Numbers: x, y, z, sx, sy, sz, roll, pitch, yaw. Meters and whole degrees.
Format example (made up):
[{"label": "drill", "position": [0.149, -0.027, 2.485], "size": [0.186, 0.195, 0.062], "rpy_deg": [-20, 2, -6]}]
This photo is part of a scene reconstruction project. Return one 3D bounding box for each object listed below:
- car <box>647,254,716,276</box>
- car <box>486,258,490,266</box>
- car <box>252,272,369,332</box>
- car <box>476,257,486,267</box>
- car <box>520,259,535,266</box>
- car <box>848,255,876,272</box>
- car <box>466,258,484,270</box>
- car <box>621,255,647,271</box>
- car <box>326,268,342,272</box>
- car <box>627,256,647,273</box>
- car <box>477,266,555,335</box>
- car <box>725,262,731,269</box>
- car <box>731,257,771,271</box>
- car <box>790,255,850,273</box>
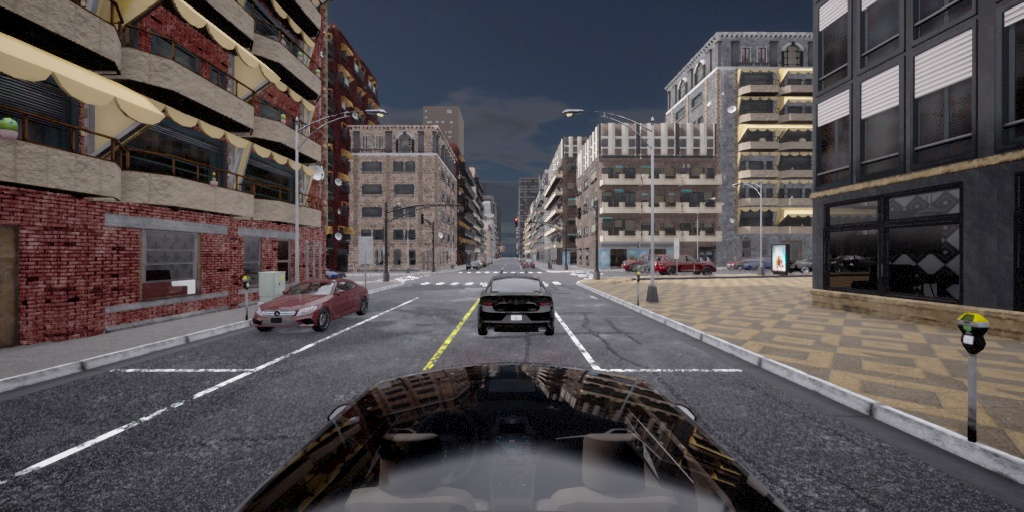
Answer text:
[{"label": "car", "position": [14.719, 0.778, 30.798], "size": [5.009, 1.841, 2.192], "rpy_deg": [0, 0, 0]}, {"label": "car", "position": [-5.670, 1.087, 64.213], "size": [2.192, 1.841, 5.009], "rpy_deg": [0, 0, 0]}, {"label": "car", "position": [-5.739, 1.332, 10.825], "size": [1.802, 1.307, 4.207], "rpy_deg": [0, 0, 0]}, {"label": "car", "position": [-5.672, 1.294, 58.361], "size": [1.751, 1.417, 4.829], "rpy_deg": [0, 0, 0]}, {"label": "car", "position": [2.708, 1.208, 58.530], "size": [1.967, 1.591, 4.097], "rpy_deg": [0, 0, 0]}, {"label": "car", "position": [31.360, 0.718, 30.937], "size": [4.313, 1.339, 1.948], "rpy_deg": [0, 0, 0]}, {"label": "car", "position": [-5.674, 1.331, 52.848], "size": [1.948, 1.339, 4.313], "rpy_deg": [0, 0, 0]}, {"label": "car", "position": [14.587, 0.764, 39.177], "size": [5.009, 1.841, 2.192], "rpy_deg": [0, 0, 0]}, {"label": "car", "position": [-18.278, 1.615, 33.113], "size": [5.357, 1.411, 2.033], "rpy_deg": [-1, 0, -1]}, {"label": "car", "position": [14.457, 1.021, 36.585], "size": [4.181, 1.385, 1.994], "rpy_deg": [-1, 0, -1]}, {"label": "car", "position": [0.101, 1.228, 10.482], "size": [1.882, 1.535, 5.008], "rpy_deg": [0, 0, 0]}, {"label": "car", "position": [25.679, 0.824, 39.270], "size": [4.207, 1.307, 1.802], "rpy_deg": [0, 0, 0]}, {"label": "car", "position": [25.983, 0.789, 36.683], "size": [5.357, 1.411, 2.033], "rpy_deg": [-1, 0, -1]}, {"label": "car", "position": [25.812, 0.822, 30.891], "size": [4.313, 1.339, 1.948], "rpy_deg": [0, 0, 0]}]
